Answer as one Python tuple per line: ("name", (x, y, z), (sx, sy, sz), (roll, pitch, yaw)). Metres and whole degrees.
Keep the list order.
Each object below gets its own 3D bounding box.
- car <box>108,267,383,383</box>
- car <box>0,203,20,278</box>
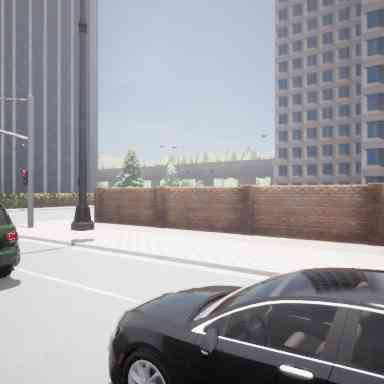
("car", (1.290, 1.505, 3.073), (4.892, 1.490, 1.837), (0, 0, 36))
("car", (-6.786, 1.221, 8.819), (5.566, 2.045, 2.150), (0, 0, 35))
